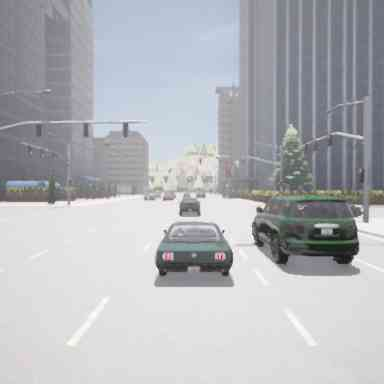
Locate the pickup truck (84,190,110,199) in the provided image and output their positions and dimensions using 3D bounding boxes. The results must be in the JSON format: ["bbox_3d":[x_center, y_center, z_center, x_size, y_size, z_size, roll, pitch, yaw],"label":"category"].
[{"bbox_3d":[-21.277,0.391,75.014,2.390,2.098,6.274,0,1,30],"label":"pickup truck"}]

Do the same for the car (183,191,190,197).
[{"bbox_3d":[-1.399,0.579,90.686,1.882,1.535,5.008,0,1,-1],"label":"car"}]

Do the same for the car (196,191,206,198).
[{"bbox_3d":[2.261,0.632,80.460,2.097,1.767,4.553,0,1,-1],"label":"car"}]

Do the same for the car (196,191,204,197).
[{"bbox_3d":[2.100,0.579,90.740,1.882,1.535,5.008,0,1,-1],"label":"car"}]

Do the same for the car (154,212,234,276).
[{"bbox_3d":[0.063,1.511,9.997,1.895,1.301,4.718,0,0,0],"label":"car"}]

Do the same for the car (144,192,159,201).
[{"bbox_3d":[-7.983,0.933,62.792,2.128,1.511,4.902,0,1,0],"label":"car"}]

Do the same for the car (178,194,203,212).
[{"bbox_3d":[-0.232,1.232,30.478,1.837,1.490,4.892,0,0,-1],"label":"car"}]

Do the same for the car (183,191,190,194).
[{"bbox_3d":[-1.233,0.819,80.073,2.033,1.411,5.357,0,1,-1],"label":"car"}]

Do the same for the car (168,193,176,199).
[{"bbox_3d":[-4.718,0.884,79.076,1.895,1.301,4.718,0,1,-1],"label":"car"}]

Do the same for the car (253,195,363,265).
[{"bbox_3d":[3.567,1.118,11.450,2.150,2.045,5.566,0,0,0],"label":"car"}]

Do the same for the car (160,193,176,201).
[{"bbox_3d":[-4.482,0.918,62.763,1.882,1.535,5.008,0,1,0],"label":"car"}]
